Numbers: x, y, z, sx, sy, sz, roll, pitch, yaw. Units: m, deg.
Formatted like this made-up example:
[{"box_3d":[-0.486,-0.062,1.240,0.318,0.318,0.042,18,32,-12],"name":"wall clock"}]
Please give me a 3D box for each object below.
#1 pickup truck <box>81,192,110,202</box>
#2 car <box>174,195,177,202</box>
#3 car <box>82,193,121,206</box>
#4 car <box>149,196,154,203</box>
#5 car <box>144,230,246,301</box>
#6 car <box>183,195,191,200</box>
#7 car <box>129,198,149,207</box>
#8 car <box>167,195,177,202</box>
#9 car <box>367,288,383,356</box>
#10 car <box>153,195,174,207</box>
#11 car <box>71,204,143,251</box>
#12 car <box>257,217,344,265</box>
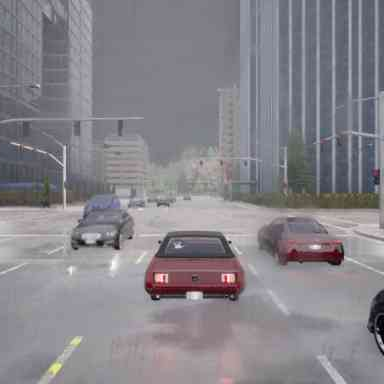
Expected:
[{"box_3d":[-21.197,1.059,73.336,2.390,2.098,6.274,0,0,30],"name":"pickup truck"},{"box_3d":[-4.487,1.504,63.826,1.837,1.490,4.892,0,0,0],"name":"car"},{"box_3d":[-7.357,1.222,27.809,2.150,2.045,5.566,0,0,-2],"name":"car"},{"box_3d":[-8.004,1.507,67.654,1.837,1.490,4.892,0,-1,0],"name":"car"},{"box_3d":[0.071,1.601,8.289,1.895,1.301,4.718,0,0,0],"name":"car"},{"box_3d":[-1.295,1.553,88.561,1.994,1.385,4.181,0,0,-1],"name":"car"},{"box_3d":[-7.793,1.526,47.471,1.812,1.442,4.674,0,0,1],"name":"car"},{"box_3d":[-4.656,1.519,78.929,2.128,1.511,4.902,0,0,-1],"name":"car"},{"box_3d":[3.608,1.564,3.236,1.994,1.385,4.181,0,0,-1],"name":"car"},{"box_3d":[-4.350,1.547,51.564,2.033,1.411,5.357,0,0,-1],"name":"car"},{"box_3d":[-3.620,1.491,14.255,2.128,1.511,4.902,0,0,0],"name":"car"},{"box_3d":[3.577,1.564,11.647,1.994,1.385,4.181,0,0,0],"name":"car"}]
